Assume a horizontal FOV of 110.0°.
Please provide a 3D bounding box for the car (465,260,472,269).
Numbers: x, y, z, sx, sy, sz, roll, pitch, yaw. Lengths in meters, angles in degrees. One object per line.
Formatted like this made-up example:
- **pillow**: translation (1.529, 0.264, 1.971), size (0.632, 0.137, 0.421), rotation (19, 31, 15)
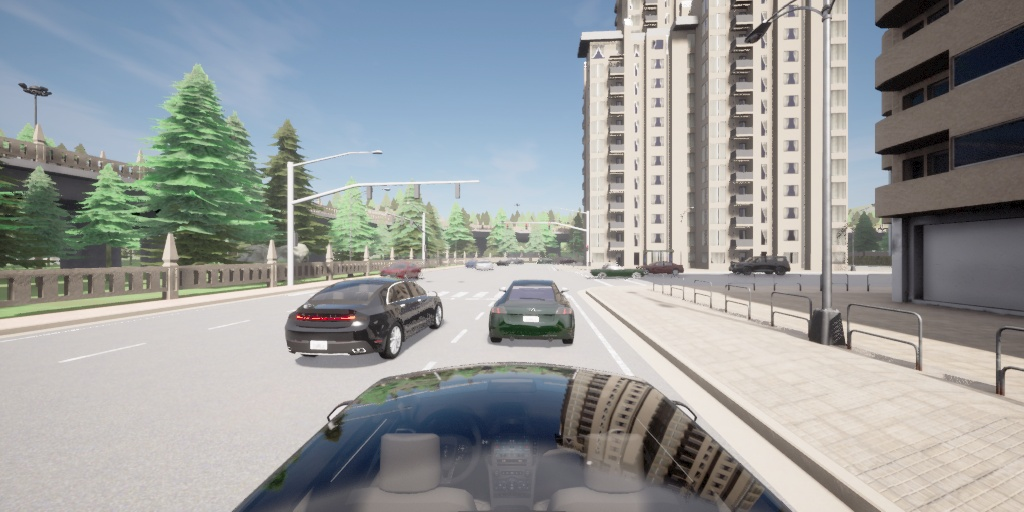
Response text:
- **car**: translation (-6.328, 1.296, 58.549), size (2.033, 1.411, 5.357), rotation (0, 0, 5)

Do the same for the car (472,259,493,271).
- **car**: translation (-3.656, 1.275, 47.962), size (1.812, 1.442, 4.674), rotation (0, 0, 4)

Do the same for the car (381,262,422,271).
- **car**: translation (-8.684, 1.227, 28.358), size (1.882, 1.535, 5.008), rotation (0, 0, 4)

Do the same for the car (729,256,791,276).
- **car**: translation (26.144, 1.027, 37.910), size (5.566, 2.045, 2.150), rotation (0, 0, 4)

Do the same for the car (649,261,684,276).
- **car**: translation (15.786, 1.283, 38.585), size (5.008, 1.535, 1.882), rotation (0, 0, 4)

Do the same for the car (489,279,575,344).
- **car**: translation (0.573, 1.314, 9.650), size (1.994, 1.385, 4.181), rotation (0, 0, 5)

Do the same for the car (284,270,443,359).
- **car**: translation (-3.042, 1.255, 8.455), size (1.837, 1.490, 4.892), rotation (0, 0, 5)

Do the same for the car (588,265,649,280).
- **car**: translation (9.248, 1.404, 31.754), size (4.718, 1.301, 1.895), rotation (0, 0, 6)
